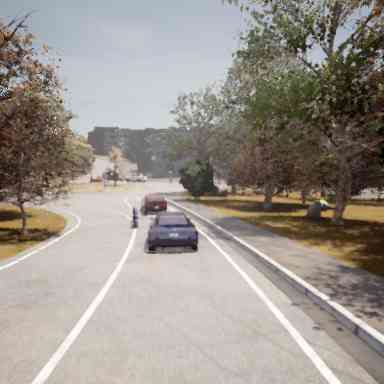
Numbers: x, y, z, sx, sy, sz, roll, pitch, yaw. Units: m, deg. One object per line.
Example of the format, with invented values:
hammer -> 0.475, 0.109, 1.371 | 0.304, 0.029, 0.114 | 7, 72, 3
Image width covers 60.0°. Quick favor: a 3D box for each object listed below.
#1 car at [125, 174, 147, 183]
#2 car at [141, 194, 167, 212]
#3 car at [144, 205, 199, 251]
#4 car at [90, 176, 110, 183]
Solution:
car -> -13.446, -3.378, 80.191 | 5.566, 2.045, 2.150 | 2, 5, 26
car -> -3.293, 0.915, 28.471 | 1.882, 1.535, 5.008 | -1, 3, -13
car -> -0.880, 1.517, 14.207 | 1.994, 1.385, 4.181 | -1, 1, -6
car -> -21.886, -3.098, 79.161 | 4.553, 1.767, 2.097 | -1, 5, -1
